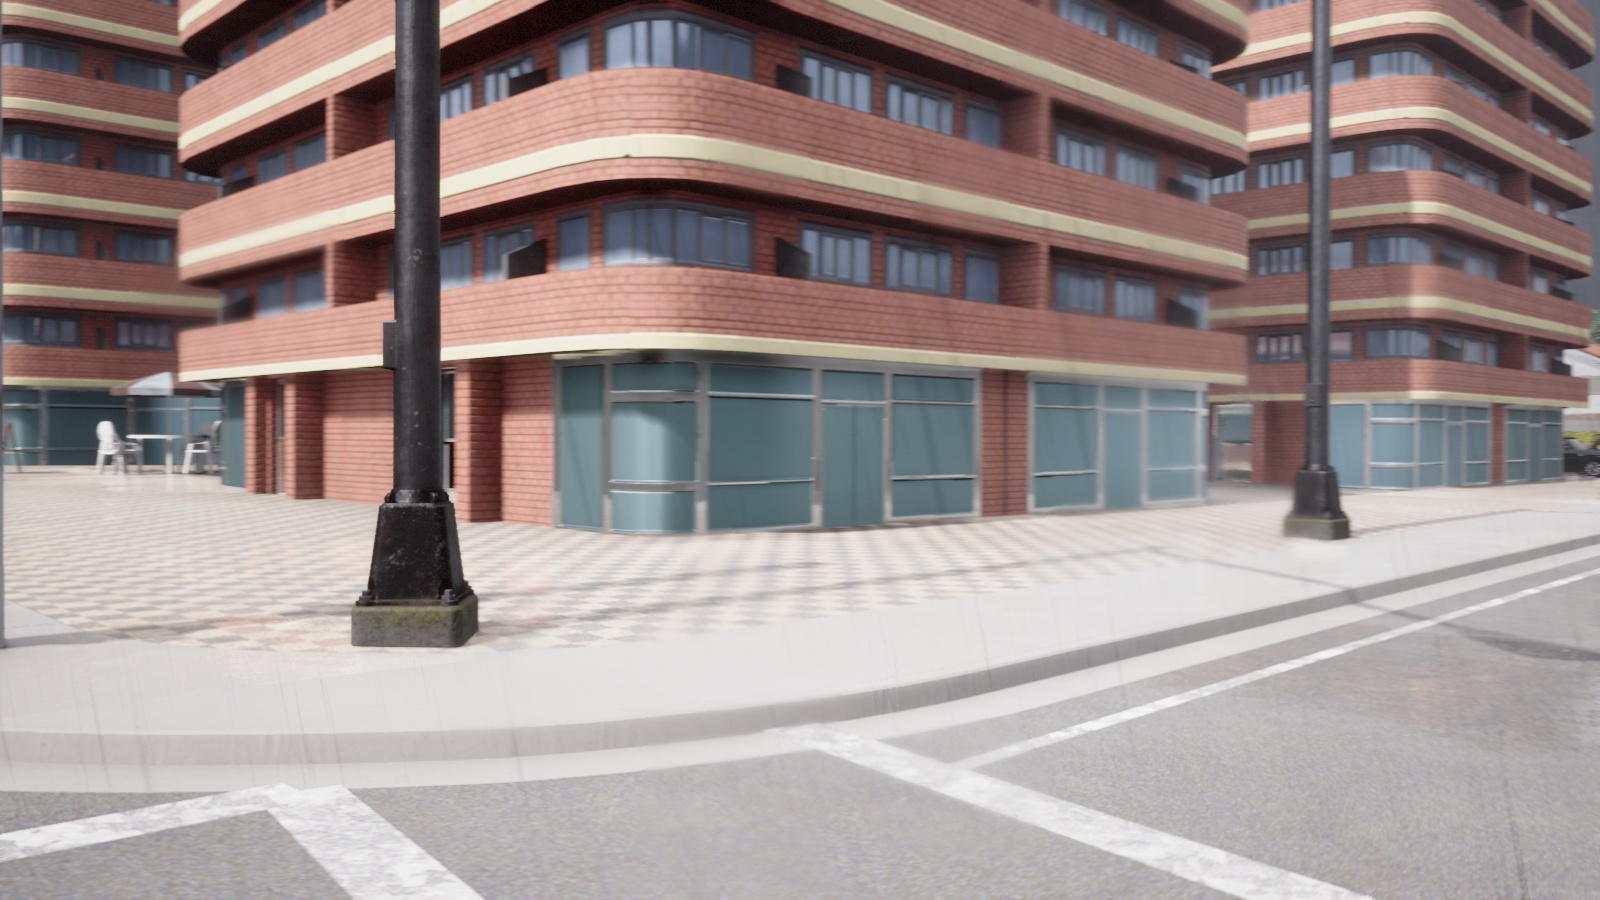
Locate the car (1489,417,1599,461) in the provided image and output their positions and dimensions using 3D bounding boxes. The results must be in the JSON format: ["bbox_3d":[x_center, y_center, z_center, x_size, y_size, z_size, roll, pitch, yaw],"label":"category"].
[{"bbox_3d":[32.022,-0.466,53.187,2.097,1.767,4.553,-2,1,-44],"label":"car"}]
